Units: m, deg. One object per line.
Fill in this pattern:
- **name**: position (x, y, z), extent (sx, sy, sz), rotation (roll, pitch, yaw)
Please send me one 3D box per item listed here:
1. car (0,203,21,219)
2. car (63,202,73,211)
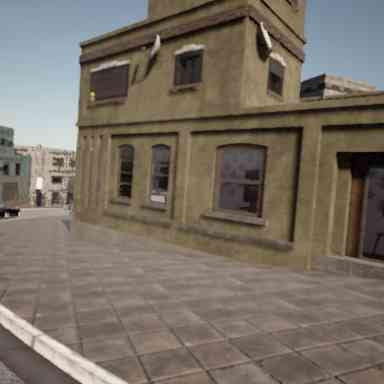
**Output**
- **car**: position (-19.690, 1.935, 34.911), extent (1.882, 1.535, 5.008), rotation (4, -2, -6)
- **car**: position (-20.410, 2.508, 58.165), extent (1.812, 1.442, 4.674), rotation (5, -1, 17)
